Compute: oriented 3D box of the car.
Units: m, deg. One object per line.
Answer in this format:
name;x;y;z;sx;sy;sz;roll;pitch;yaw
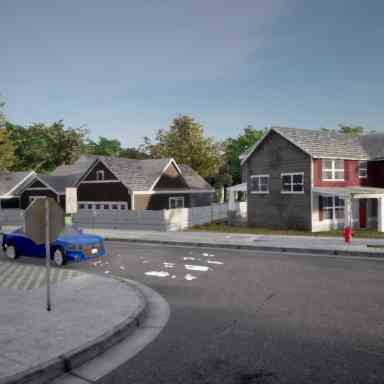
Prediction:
car;-5.840;2.018;13.946;5.008;1.535;1.882;-1;0;32
